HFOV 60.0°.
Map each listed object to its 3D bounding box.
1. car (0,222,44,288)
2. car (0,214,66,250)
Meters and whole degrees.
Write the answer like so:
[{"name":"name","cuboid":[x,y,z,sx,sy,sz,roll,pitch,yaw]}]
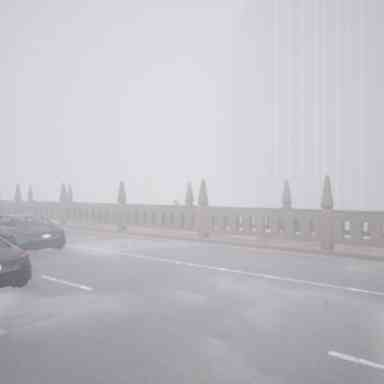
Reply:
[{"name":"car","cuboid":[-5.769,1.568,8.107,4.181,1.385,1.994,0,0,36]},{"name":"car","cuboid":[-6.901,1.570,13.215,4.181,1.385,1.994,0,0,35]}]
